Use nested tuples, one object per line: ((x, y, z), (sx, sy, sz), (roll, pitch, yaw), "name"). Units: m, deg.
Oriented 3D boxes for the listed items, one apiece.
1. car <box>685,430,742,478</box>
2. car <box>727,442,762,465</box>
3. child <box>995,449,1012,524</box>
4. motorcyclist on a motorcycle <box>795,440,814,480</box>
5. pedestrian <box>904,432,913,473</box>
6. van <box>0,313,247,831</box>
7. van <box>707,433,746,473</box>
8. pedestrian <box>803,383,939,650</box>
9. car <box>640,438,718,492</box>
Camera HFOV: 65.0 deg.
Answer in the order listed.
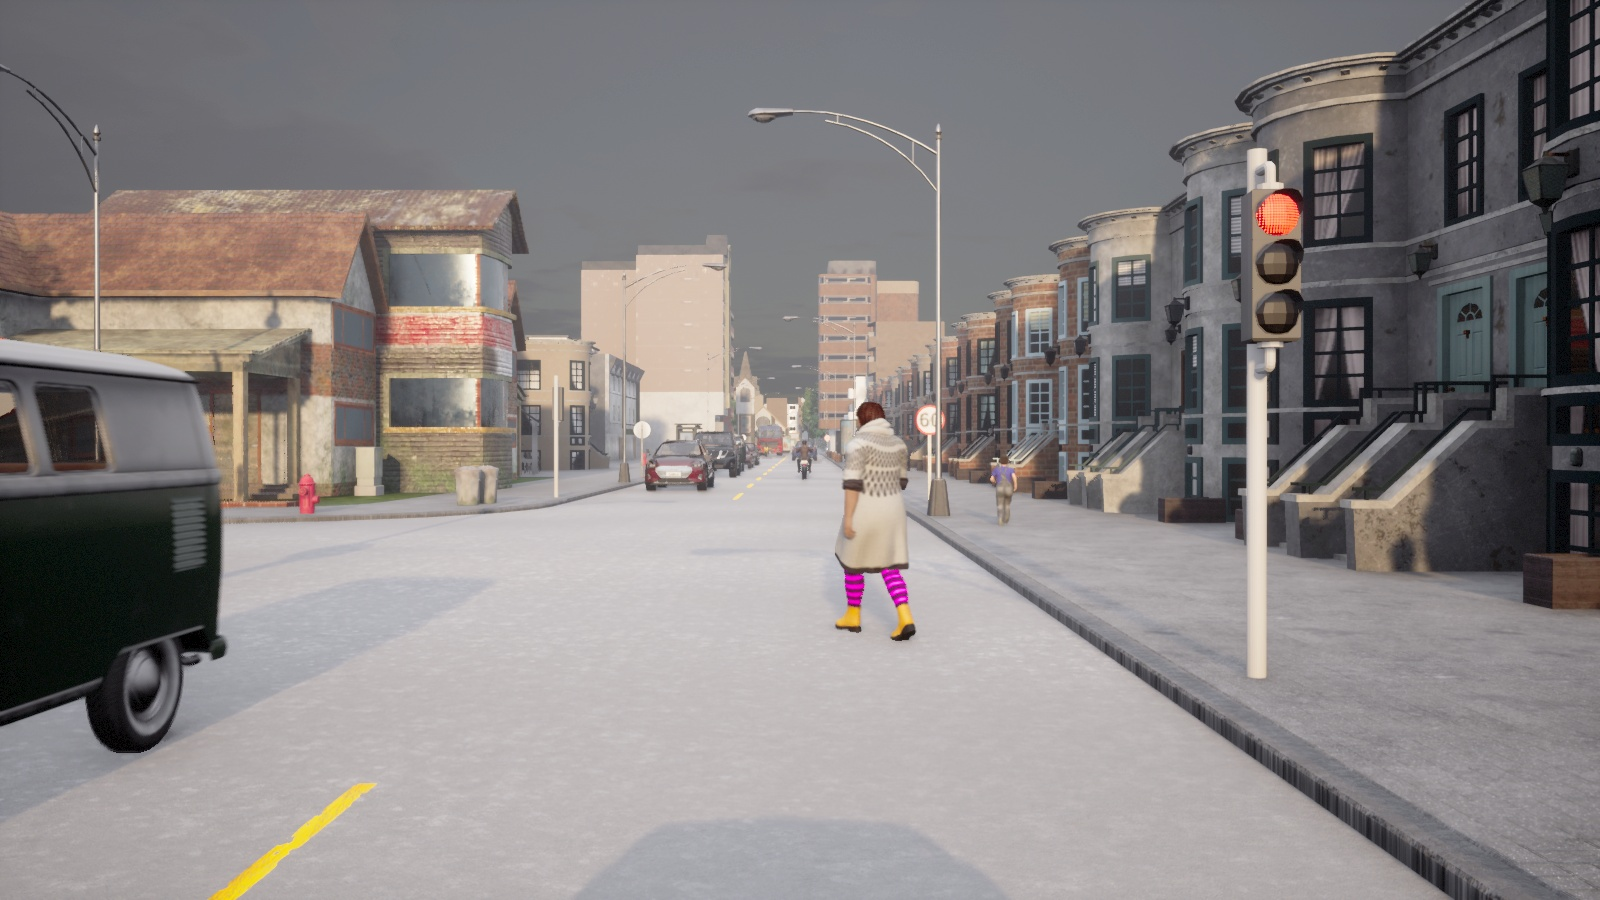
((-3.803, 0.147, 55.891), (2.150, 2.045, 5.566), (0, 0, 0), "car")
((-3.694, 0.221, 84.885), (2.128, 1.511, 4.902), (0, 0, 0), "car")
((3.475, 0.618, 21.465), (0.270, 1.263, 0.437), (0, 0, 5), "child")
((0.188, 0.397, 53.075), (0.766, 1.649, 2.350), (0, 0, 0), "motorcyclist on a motorcycle")
((5.217, 0.119, 60.509), (0.423, 1.949, 0.788), (0, 0, 7), "pedestrian")
((-3.959, 0.469, 4.741), (1.775, 1.987, 4.442), (0, 0, 0), "van")
((-3.767, 0.128, 65.187), (1.775, 1.987, 4.442), (0, 0, 0), "van")
((0.543, 0.483, 9.741), (0.659, 1.952, 0.873), (0, 0, -34), "pedestrian")
((-3.853, 0.443, 40.826), (2.033, 1.649, 4.856), (0, 0, 0), "car")
